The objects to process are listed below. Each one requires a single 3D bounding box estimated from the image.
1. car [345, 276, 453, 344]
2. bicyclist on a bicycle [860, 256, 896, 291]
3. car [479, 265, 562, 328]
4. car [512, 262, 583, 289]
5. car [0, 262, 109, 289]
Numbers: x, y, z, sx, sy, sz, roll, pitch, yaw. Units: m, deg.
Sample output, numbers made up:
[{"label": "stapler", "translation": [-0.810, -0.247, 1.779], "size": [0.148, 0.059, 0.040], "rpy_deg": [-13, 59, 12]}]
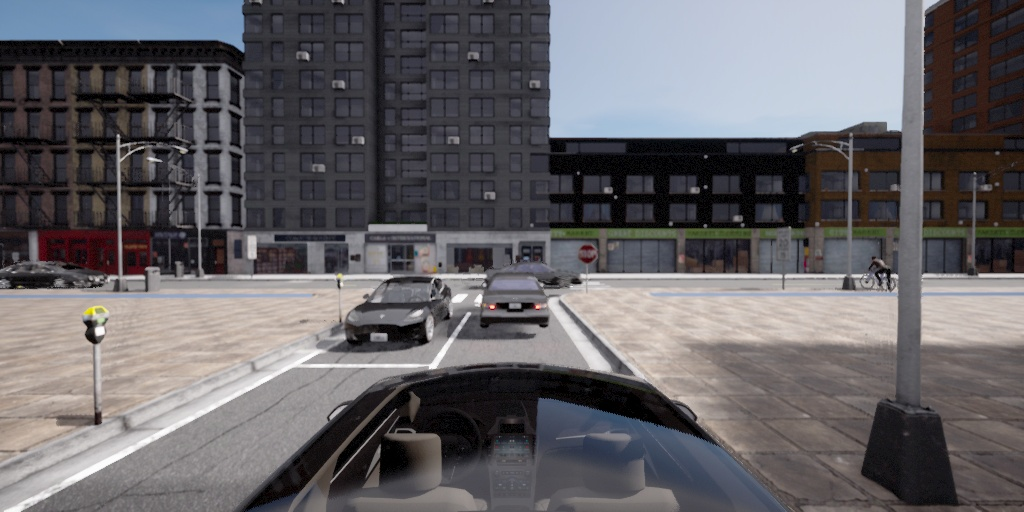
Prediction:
[{"label": "car", "translation": [-2.651, 1.216, 9.311], "size": [1.948, 1.339, 4.313], "rpy_deg": [0, 0, 0]}, {"label": "bicyclist on a bicycle", "translation": [17.331, 0.822, 17.015], "size": [0.582, 1.620, 1.656], "rpy_deg": [0, 1, 0]}, {"label": "car", "translation": [0.042, 1.177, 10.863], "size": [2.033, 1.411, 5.357], "rpy_deg": [0, 1, -1]}, {"label": "car", "translation": [1.148, 1.054, 19.906], "size": [5.357, 1.411, 2.033], "rpy_deg": [0, 1, 0]}, {"label": "car", "translation": [-25.433, 1.081, 19.872], "size": [4.892, 1.490, 1.837], "rpy_deg": [0, 1, 0]}]
